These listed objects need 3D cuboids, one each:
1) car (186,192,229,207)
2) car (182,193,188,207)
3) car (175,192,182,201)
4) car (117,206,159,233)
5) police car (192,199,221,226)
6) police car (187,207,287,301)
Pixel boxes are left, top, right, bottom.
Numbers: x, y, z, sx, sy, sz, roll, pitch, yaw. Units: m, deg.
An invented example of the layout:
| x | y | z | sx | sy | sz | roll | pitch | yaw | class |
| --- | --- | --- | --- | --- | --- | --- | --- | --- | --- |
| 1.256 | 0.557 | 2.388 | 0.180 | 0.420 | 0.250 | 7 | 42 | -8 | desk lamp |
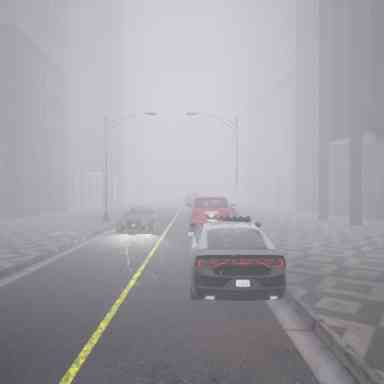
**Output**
| x | y | z | sx | sy | sz | roll | pitch | yaw | class |
| --- | --- | --- | --- | --- | --- | --- | --- | --- | --- |
| 0.932 | 1.208 | 18.434 | 2.150 | 2.045 | 5.566 | 0 | 0 | 0 | car |
| 0.122 | 1.130 | 48.286 | 2.150 | 2.045 | 5.566 | 0 | 0 | 1 | car |
| -2.853 | 1.224 | 79.714 | 1.882 | 1.535 | 5.008 | 0 | 0 | 0 | car |
| -3.064 | 1.545 | 19.425 | 1.994 | 1.385 | 4.181 | 0 | 0 | 0 | car |
| 0.944 | 1.395 | 24.515 | 1.930 | 1.638 | 5.238 | 0 | 0 | 0 | police car |
| 0.914 | 1.421 | 8.516 | 1.930 | 1.638 | 5.238 | 0 | 0 | 0 | police car |
